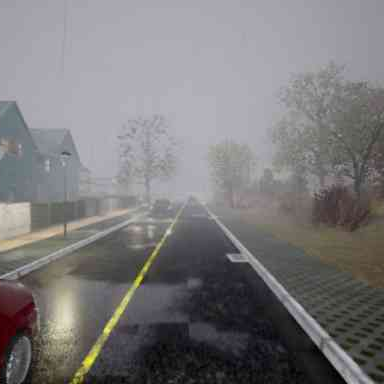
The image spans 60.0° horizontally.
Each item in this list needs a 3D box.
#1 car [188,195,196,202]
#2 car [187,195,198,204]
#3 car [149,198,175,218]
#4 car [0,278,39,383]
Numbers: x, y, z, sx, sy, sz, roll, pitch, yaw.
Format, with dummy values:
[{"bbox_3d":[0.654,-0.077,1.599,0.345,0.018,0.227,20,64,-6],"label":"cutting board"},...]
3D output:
[{"bbox_3d":[0.023,1.507,74.745,1.837,1.490,4.892,0,0,0],"label":"car"},{"bbox_3d":[0.020,1.602,64.314,1.837,1.490,4.892,0,0,0],"label":"car"},{"bbox_3d":[-2.747,1.396,31.108,2.097,1.767,4.553,0,0,0],"label":"car"},{"bbox_3d":[-2.841,1.529,2.471,1.812,1.442,4.674,0,0,0],"label":"car"}]
